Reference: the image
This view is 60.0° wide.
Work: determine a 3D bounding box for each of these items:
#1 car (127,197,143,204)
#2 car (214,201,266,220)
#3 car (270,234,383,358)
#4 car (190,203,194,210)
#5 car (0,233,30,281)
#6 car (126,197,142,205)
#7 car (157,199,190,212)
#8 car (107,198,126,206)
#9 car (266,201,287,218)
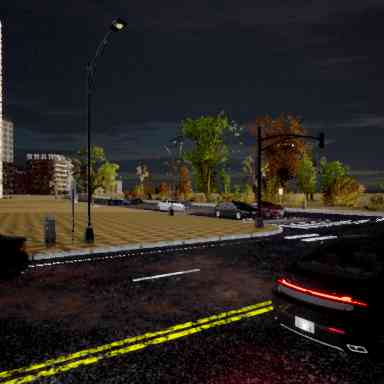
[{"bbox_3d":[-11.803,1.681,68.834,1.994,1.385,4.181,0,0,-29],"label":"car"},{"bbox_3d":[3.836,1.564,29.241,1.837,1.490,4.892,0,0,-32],"label":"car"},{"bbox_3d":[3.490,1.504,5.758,4.892,1.490,1.837,0,0,-34],"label":"car"},{"bbox_3d":[-1.853,1.632,44.725,2.033,1.411,5.357,0,0,-31],"label":"car"},{"bbox_3d":[-6.222,1.507,7.181,4.892,1.490,1.837,1,0,-35],"label":"car"},{"bbox_3d":[-11.019,1.727,60.526,1.994,1.385,4.181,0,0,-30],"label":"car"},{"bbox_3d":[-2.540,1.615,39.610,1.812,1.442,4.674,0,0,-31],"label":"car"},{"bbox_3d":[-13.584,1.695,58.452,1.994,1.385,4.181,0,0,-30],"label":"car"},{"bbox_3d":[6.638,1.573,30.874,1.812,1.442,4.674,0,0,-30],"label":"car"}]
